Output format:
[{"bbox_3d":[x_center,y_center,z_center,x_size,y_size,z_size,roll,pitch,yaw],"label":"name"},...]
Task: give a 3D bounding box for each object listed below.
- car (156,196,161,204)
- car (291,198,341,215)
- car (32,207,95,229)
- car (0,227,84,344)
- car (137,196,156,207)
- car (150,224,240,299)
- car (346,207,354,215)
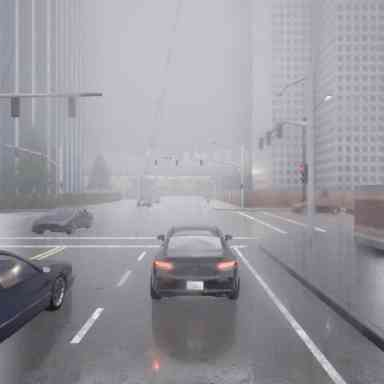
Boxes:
[{"bbox_3d":[-7.106,1.490,63.486,2.128,1.511,4.902,0,0,0],"label":"car"},{"bbox_3d":[12.383,1.352,33.512,4.553,1.767,2.097,0,0,0],"label":"car"},{"bbox_3d":[-7.117,1.547,19.011,2.033,1.411,5.357,0,0,0],"label":"car"},{"bbox_3d":[-3.445,1.547,4.713,2.033,1.411,5.357,0,0,1],"label":"car"},{"bbox_3d":[-7.140,1.491,50.263,2.128,1.511,4.902,0,0,0],"label":"car"},{"bbox_3d":[0.070,1.526,8.309,1.812,1.442,4.674,0,0,0],"label":"car"},{"bbox_3d":[16.856,1.547,29.994,5.357,1.411,2.033,0,0,0],"label":"car"}]
